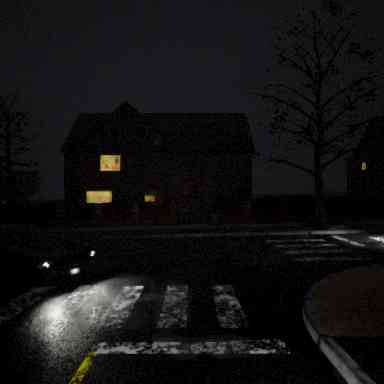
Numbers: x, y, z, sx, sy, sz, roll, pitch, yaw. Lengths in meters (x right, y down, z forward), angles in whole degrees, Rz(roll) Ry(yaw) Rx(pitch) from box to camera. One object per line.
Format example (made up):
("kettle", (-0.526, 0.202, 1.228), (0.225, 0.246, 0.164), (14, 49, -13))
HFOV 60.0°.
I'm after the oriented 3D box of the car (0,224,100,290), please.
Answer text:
("car", (-5.137, 1.625, 9.292), (5.357, 1.411, 2.033), (-3, 0, 29))
